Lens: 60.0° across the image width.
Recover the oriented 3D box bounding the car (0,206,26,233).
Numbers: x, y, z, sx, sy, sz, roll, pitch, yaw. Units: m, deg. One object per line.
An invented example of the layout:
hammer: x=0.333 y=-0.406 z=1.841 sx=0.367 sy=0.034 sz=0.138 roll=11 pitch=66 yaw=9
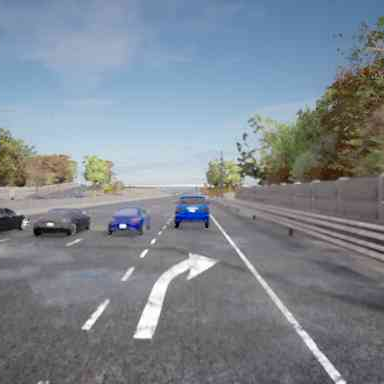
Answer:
car: x=-10.390 y=1.492 z=17.404 sx=1.837 sy=1.490 sz=4.892 roll=0 pitch=0 yaw=0

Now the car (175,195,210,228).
car: x=0.012 y=1.209 z=22.314 sx=2.150 sy=2.045 sz=5.566 roll=0 pitch=0 yaw=0

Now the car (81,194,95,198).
car: x=-20.964 y=1.541 z=69.377 sx=1.994 sy=1.385 sz=4.181 roll=0 pitch=0 yaw=0

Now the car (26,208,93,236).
car: x=-6.888 y=1.551 z=18.168 sx=1.994 sy=1.385 sz=4.181 roll=0 pitch=0 yaw=0

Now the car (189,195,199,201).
car: x=0.603 y=1.593 z=86.920 sx=1.837 sy=1.490 sz=4.892 roll=0 pitch=0 yaw=8

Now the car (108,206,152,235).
car: x=-3.392 y=1.513 z=18.643 sx=1.812 sy=1.442 sz=4.674 roll=0 pitch=0 yaw=0

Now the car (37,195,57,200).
car: x=-27.966 y=1.543 z=65.260 sx=1.812 sy=1.442 sz=4.674 roll=0 pitch=0 yaw=0

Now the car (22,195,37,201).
car: x=-31.466 y=1.362 z=65.281 sx=2.097 sy=1.767 sz=4.553 roll=0 pitch=0 yaw=0

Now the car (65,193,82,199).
car: x=-24.464 y=1.214 z=69.349 sx=2.150 sy=2.045 sz=5.566 roll=0 pitch=0 yaw=0
